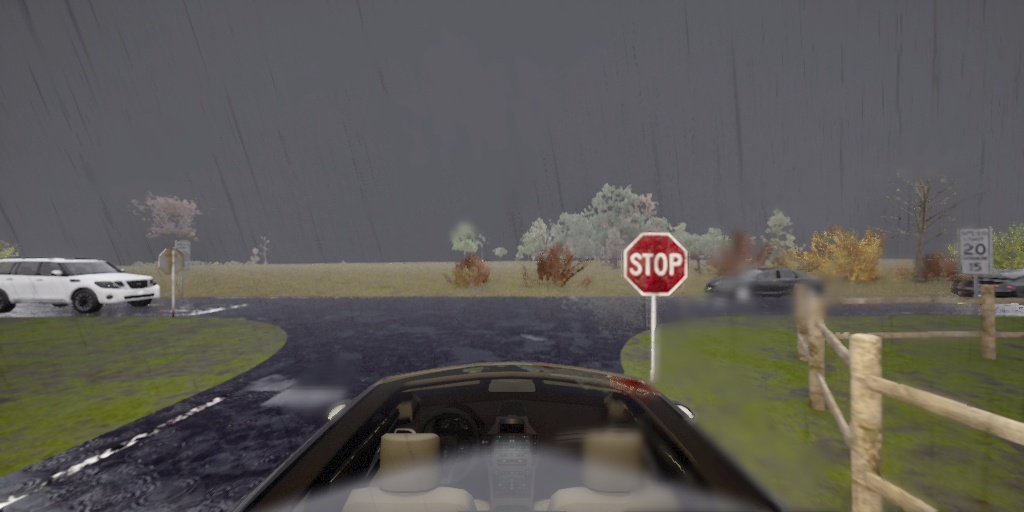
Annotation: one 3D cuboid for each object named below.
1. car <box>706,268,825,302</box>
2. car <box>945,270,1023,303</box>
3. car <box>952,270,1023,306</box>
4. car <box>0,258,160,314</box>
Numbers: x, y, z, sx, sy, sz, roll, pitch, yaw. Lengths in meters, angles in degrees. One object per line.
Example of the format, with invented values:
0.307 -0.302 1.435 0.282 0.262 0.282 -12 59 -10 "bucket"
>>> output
11.779 1.331 16.869 4.892 1.490 1.837 0 0 1 "car"
23.541 1.365 16.753 4.181 1.385 1.994 0 0 1 "car"
20.553 1.291 13.849 4.892 1.490 1.837 0 0 1 "car"
-17.426 1.105 14.200 5.566 2.045 2.150 0 0 0 "car"
